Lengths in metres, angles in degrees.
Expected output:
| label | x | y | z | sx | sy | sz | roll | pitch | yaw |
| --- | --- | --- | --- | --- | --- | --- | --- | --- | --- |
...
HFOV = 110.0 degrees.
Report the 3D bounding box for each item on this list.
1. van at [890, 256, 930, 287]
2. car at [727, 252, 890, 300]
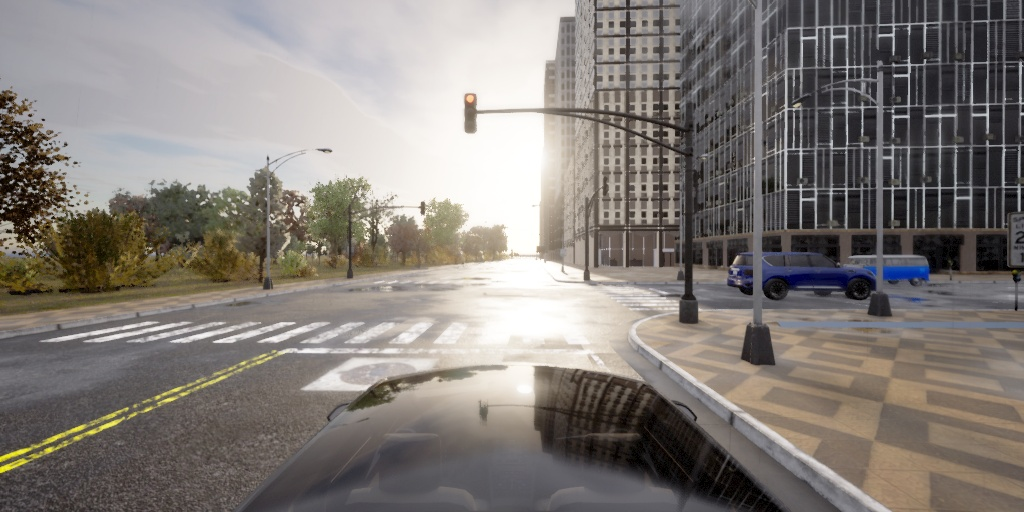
| label | x | y | z | sx | sy | sz | roll | pitch | yaw |
| --- | --- | --- | --- | --- | --- | --- | --- | --- | --- |
| van | 21.988 | 0.855 | 21.226 | 3.998 | 1.789 | 1.690 | 0 | 0 | 4 |
| car | 12.731 | 0.832 | 15.983 | 5.566 | 2.045 | 2.150 | 0 | 0 | 4 |
